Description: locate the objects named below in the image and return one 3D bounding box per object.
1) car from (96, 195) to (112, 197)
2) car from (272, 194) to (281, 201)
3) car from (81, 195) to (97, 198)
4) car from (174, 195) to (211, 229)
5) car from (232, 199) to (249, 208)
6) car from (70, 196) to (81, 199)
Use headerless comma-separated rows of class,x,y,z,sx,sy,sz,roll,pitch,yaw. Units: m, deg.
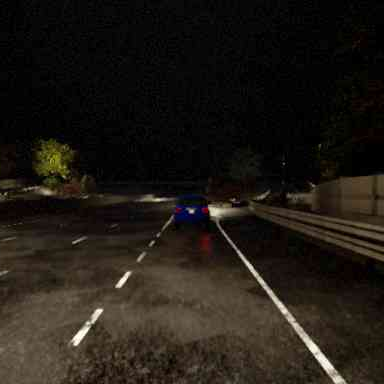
car,-21.021,1.572,81.116,2.033,1.411,5.357,0,0,0
car,22.814,1.840,89.762,1.837,1.490,4.892,0,3,20
car,-24.521,1.558,81.115,2.128,1.511,4.902,0,0,0
car,0.072,1.227,21.951,2.150,2.045,5.566,0,0,2
car,8.375,2.012,57.320,2.128,1.511,4.902,0,-1,25
car,-28.021,1.628,81.084,1.895,1.301,4.718,0,0,0
